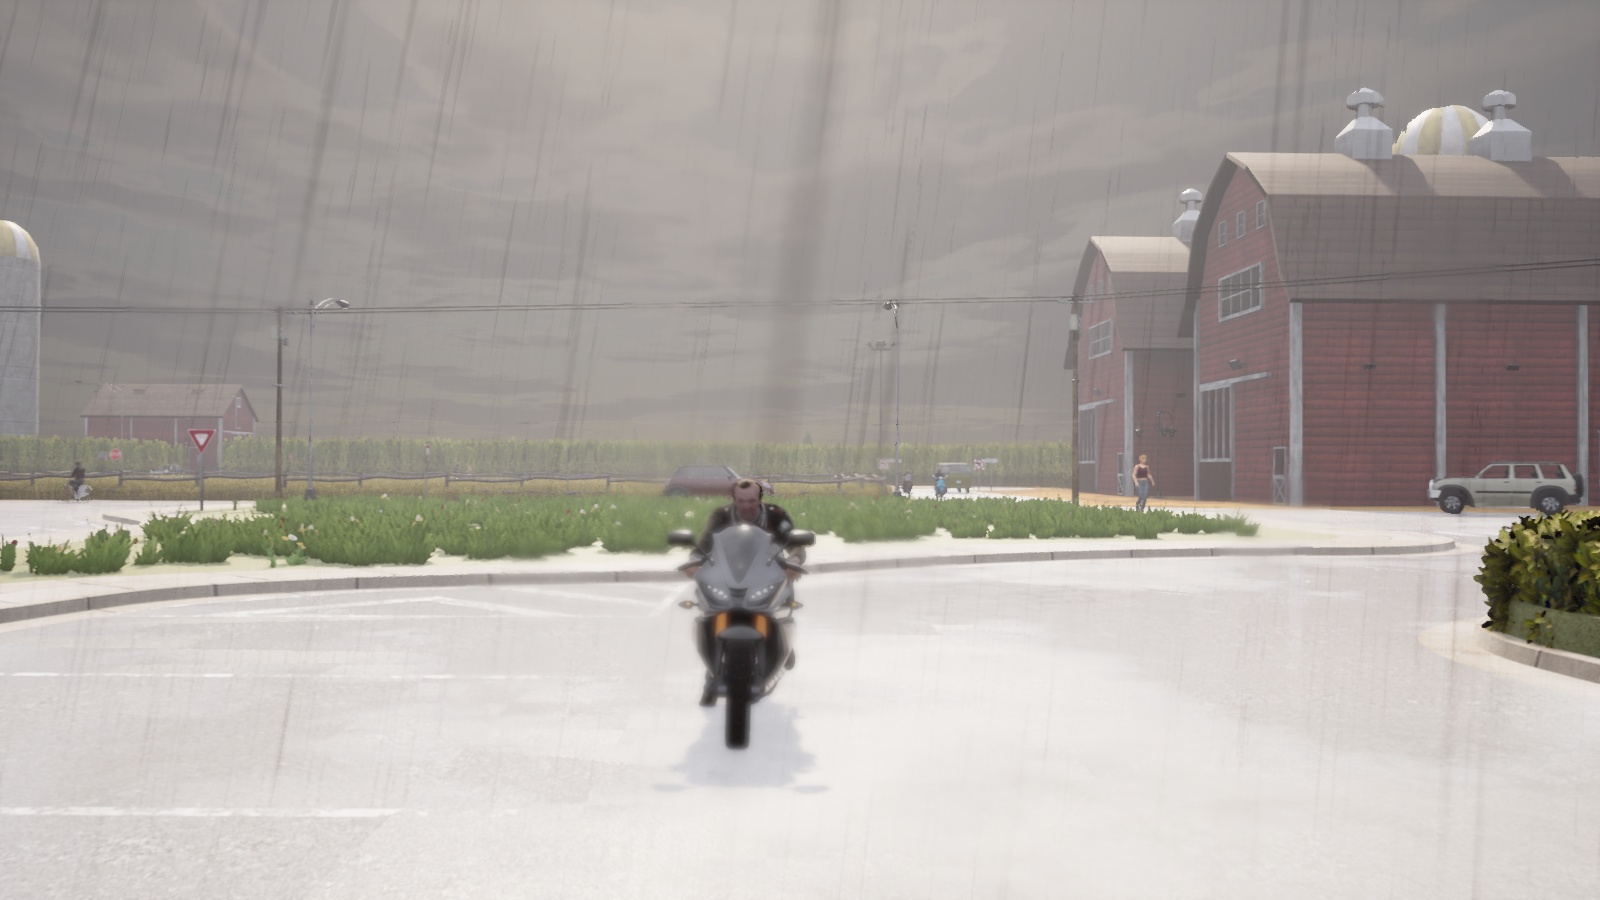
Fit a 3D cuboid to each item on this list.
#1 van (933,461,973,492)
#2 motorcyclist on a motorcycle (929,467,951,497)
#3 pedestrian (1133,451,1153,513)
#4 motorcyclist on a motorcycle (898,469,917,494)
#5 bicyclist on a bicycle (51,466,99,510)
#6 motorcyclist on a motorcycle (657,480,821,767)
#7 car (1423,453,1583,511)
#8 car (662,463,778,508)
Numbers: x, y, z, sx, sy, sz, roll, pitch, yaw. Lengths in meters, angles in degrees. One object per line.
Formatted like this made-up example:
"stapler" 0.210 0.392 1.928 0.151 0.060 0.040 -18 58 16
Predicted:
"van" 10.026 1.738 82.683 1.775 1.987 4.442 0 -1 -5
"motorcyclist on a motorcycle" 7.650 1.741 68.636 0.866 1.590 1.817 0 -1 -5
"pedestrian" 10.114 0.942 37.078 0.345 1.836 0.594 0 -1 -8
"motorcyclist on a motorcycle" 6.811 1.984 79.371 0.866 1.530 2.191 0 -1 -4
"bicyclist on a bicycle" -30.309 1.570 52.506 1.843 1.776 0.659 0 1 19
"motorcyclist on a motorcycle" -0.316 0.963 7.891 0.866 1.530 2.191 0 -1 1
"car" 23.657 1.070 42.417 4.605 1.855 1.932 -1 -1 28
"car" -3.148 1.421 50.437 4.553 1.767 2.097 0 -1 -1
